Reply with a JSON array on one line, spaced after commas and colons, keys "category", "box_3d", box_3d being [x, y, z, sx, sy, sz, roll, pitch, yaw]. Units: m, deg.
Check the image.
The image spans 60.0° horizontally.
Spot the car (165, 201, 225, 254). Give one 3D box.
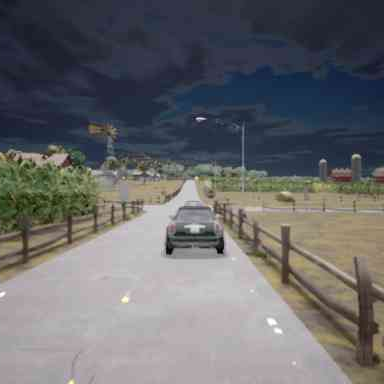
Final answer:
[{"category": "car", "box_3d": [0.103, 1.313, 13.474, 2.097, 1.767, 4.553, 0, 0, 0]}]

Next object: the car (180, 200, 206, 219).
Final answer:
[{"category": "car", "box_3d": [0.106, 1.460, 29.005, 2.033, 1.411, 5.357, 0, 0, 0]}]
